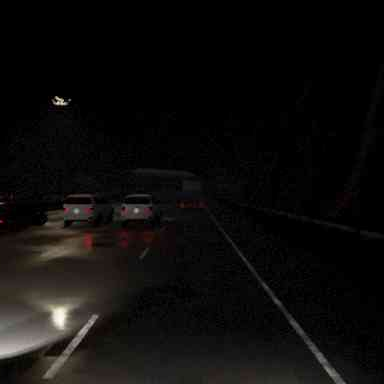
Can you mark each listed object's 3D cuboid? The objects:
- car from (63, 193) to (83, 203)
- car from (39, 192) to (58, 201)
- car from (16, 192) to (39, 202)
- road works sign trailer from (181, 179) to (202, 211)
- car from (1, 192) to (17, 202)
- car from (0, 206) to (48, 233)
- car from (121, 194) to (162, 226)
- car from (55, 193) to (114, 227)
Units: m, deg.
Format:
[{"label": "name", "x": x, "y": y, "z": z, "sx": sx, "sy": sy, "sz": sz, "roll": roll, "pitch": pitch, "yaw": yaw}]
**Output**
[{"label": "car", "x": -21.024, "y": 1.030, "z": 58.730, "sx": 1.812, "sy": 1.442, "sz": 4.674, "roll": 0, "pitch": 1, "yaw": 1}, {"label": "car", "x": -24.523, "y": 0.856, "z": 58.733, "sx": 2.097, "sy": 1.767, "sz": 4.553, "roll": 0, "pitch": 1, "yaw": 1}, {"label": "car", "x": -28.006, "y": 1.055, "z": 58.507, "sx": 2.033, "sy": 1.411, "sz": 5.357, "roll": 0, "pitch": 1, "yaw": 0}, {"label": "road works sign trailer", "x": -0.009, "y": 0.291, "z": 37.698, "sx": 2.380, "sy": 3.560, "sz": 2.880, "roll": 0, "pitch": 1, "yaw": 0}, {"label": "car", "x": -31.505, "y": 0.863, "z": 58.436, "sx": 2.097, "sy": 1.767, "sz": 4.553, "roll": 0, "pitch": 1, "yaw": 0}, {"label": "car", "x": -10.398, "y": 1.523, "z": 19.439, "sx": 2.033, "sy": 1.411, "sz": 5.357, "roll": 0, "pitch": 0, "yaw": 0}, {"label": "car", "x": -3.398, "y": 1.177, "z": 23.033, "sx": 2.150, "sy": 2.045, "sz": 5.566, "roll": 0, "pitch": 0, "yaw": 0}, {"label": "car", "x": -6.898, "y": 1.180, "z": 22.554, "sx": 2.150, "sy": 2.045, "sz": 5.566, "roll": 0, "pitch": 0, "yaw": 0}]
